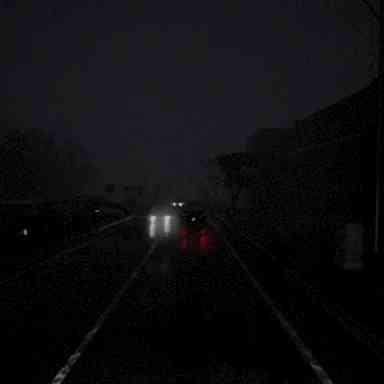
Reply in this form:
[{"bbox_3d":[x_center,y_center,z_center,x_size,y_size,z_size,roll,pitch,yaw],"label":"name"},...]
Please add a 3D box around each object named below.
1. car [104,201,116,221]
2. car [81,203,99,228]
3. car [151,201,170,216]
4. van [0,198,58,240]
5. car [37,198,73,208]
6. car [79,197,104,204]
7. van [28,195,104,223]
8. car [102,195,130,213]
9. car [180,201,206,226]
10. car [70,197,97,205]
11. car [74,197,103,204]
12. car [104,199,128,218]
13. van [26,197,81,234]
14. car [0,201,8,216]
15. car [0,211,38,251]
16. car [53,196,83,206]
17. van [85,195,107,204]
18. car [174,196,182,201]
[{"bbox_3d":[-8.979,1.714,26.975,4.674,1.452,2.002,0,0,0],"label":"car"},{"bbox_3d":[-8.964,1.656,21.369,5.008,1.535,2.097,0,0,0],"label":"car"},{"bbox_3d":[-3.343,1.743,36.033,1.812,1.442,4.674,0,0,0],"label":"car"},{"bbox_3d":[-9.079,1.406,15.761,4.442,1.987,1.878,0,0,0],"label":"van"},{"bbox_3d":[-22.085,1.761,53.901,5.008,1.535,2.097,0,0,0],"label":"car"},{"bbox_3d":[-22.144,1.863,73.328,4.792,1.488,2.163,0,0,0],"label":"car"},{"bbox_3d":[-9.089,1.439,24.173,4.442,1.987,1.878,0,0,0],"label":"van"},{"bbox_3d":[-8.955,1.440,32.583,5.566,2.045,2.435,0,0,0],"label":"car"},{"bbox_3d":[0.103,1.697,25.126,1.812,1.442,4.674,0,0,0],"label":"car"},{"bbox_3d":[-22.137,1.841,67.777,4.792,1.488,2.163,0,0,0],"label":"car"},{"bbox_3d":[-21.925,1.819,70.552,5.366,1.575,1.946,0,0,0],"label":"car"},{"bbox_3d":[-8.794,1.679,29.779,5.366,1.575,1.946,0,0,0],"label":"car"},{"bbox_3d":[-8.849,1.420,18.563,4.442,1.987,1.878,0,0,0],"label":"van"},{"bbox_3d":[-22.094,1.728,34.471,4.792,1.488,2.163,0,0,0],"label":"car"},{"bbox_3d":[-8.988,1.647,12.957,4.792,1.488,2.163,0,0,0],"label":"car"},{"bbox_3d":[-22.129,1.655,59.452,4.553,1.767,2.185,0,0,0],"label":"car"},{"bbox_3d":[-22.001,1.618,76.103,4.442,1.987,1.878,0,0,0],"label":"van"},{"bbox_3d":[-3.244,1.603,77.026,1.895,1.301,4.718,0,1,0],"label":"car"}]
